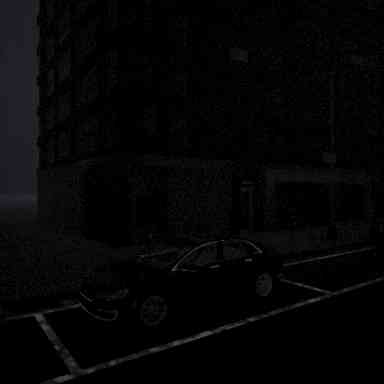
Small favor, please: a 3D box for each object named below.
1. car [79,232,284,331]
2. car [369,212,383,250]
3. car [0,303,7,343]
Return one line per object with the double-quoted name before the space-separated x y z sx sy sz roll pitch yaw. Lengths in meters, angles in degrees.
"car" -0.002 1.548 6.764 4.403 1.369 2.008 0 0 -36
"car" 9.109 1.313 13.263 5.009 1.841 2.192 0 0 -35
"car" -4.696 1.523 3.416 4.829 1.417 1.752 0 0 -36
